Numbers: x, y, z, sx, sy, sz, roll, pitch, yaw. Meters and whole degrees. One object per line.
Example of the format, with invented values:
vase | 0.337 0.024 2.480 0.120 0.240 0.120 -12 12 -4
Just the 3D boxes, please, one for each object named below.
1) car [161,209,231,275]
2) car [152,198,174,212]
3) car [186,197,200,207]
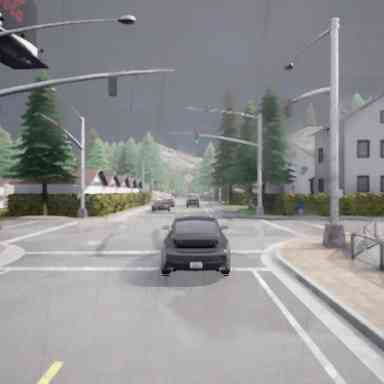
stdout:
car | 0.099 1.488 10.402 1.837 1.490 4.892 0 1 0
car | -3.500 1.549 38.722 1.994 1.385 4.181 0 0 0
car | 0.100 1.485 50.198 1.837 1.490 4.892 0 0 0
